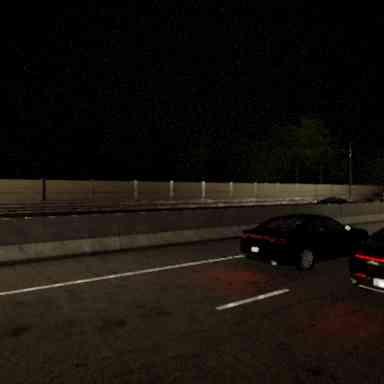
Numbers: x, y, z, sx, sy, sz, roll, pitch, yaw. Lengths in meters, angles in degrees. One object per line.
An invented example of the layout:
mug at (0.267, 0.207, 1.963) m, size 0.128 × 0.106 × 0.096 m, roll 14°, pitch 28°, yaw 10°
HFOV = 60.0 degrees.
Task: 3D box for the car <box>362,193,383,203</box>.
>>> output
car at (24.110, 1.087, 42.640) m, size 5.566 × 2.045 × 2.150 m, roll 0°, pitch 0°, yaw -35°

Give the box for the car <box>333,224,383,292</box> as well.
car at (5.573, 1.477, 7.717) m, size 4.892 × 1.490 × 1.837 m, roll 0°, pitch 0°, yaw -35°

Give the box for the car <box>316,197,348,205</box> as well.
car at (17.911, 1.353, 42.531) m, size 5.008 × 1.535 × 1.882 m, roll 0°, pitch 0°, yaw -35°

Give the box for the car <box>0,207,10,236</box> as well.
car at (-11.816, 1.563, 17.059) m, size 4.181 × 1.385 × 1.994 m, roll 0°, pitch 0°, yaw -35°

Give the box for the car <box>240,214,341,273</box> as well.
car at (3.775, 1.449, 10.733) m, size 5.008 × 1.535 × 1.882 m, roll 0°, pitch 0°, yaw -35°

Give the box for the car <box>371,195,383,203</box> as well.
car at (22.381, 1.400, 37.124) m, size 4.674 × 1.442 × 1.812 m, roll 0°, pitch 0°, yaw -35°

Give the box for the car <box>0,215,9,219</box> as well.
car at (-9.840, 1.547, 14.171) m, size 5.357 × 1.411 × 2.033 m, roll 0°, pitch 0°, yaw -35°
